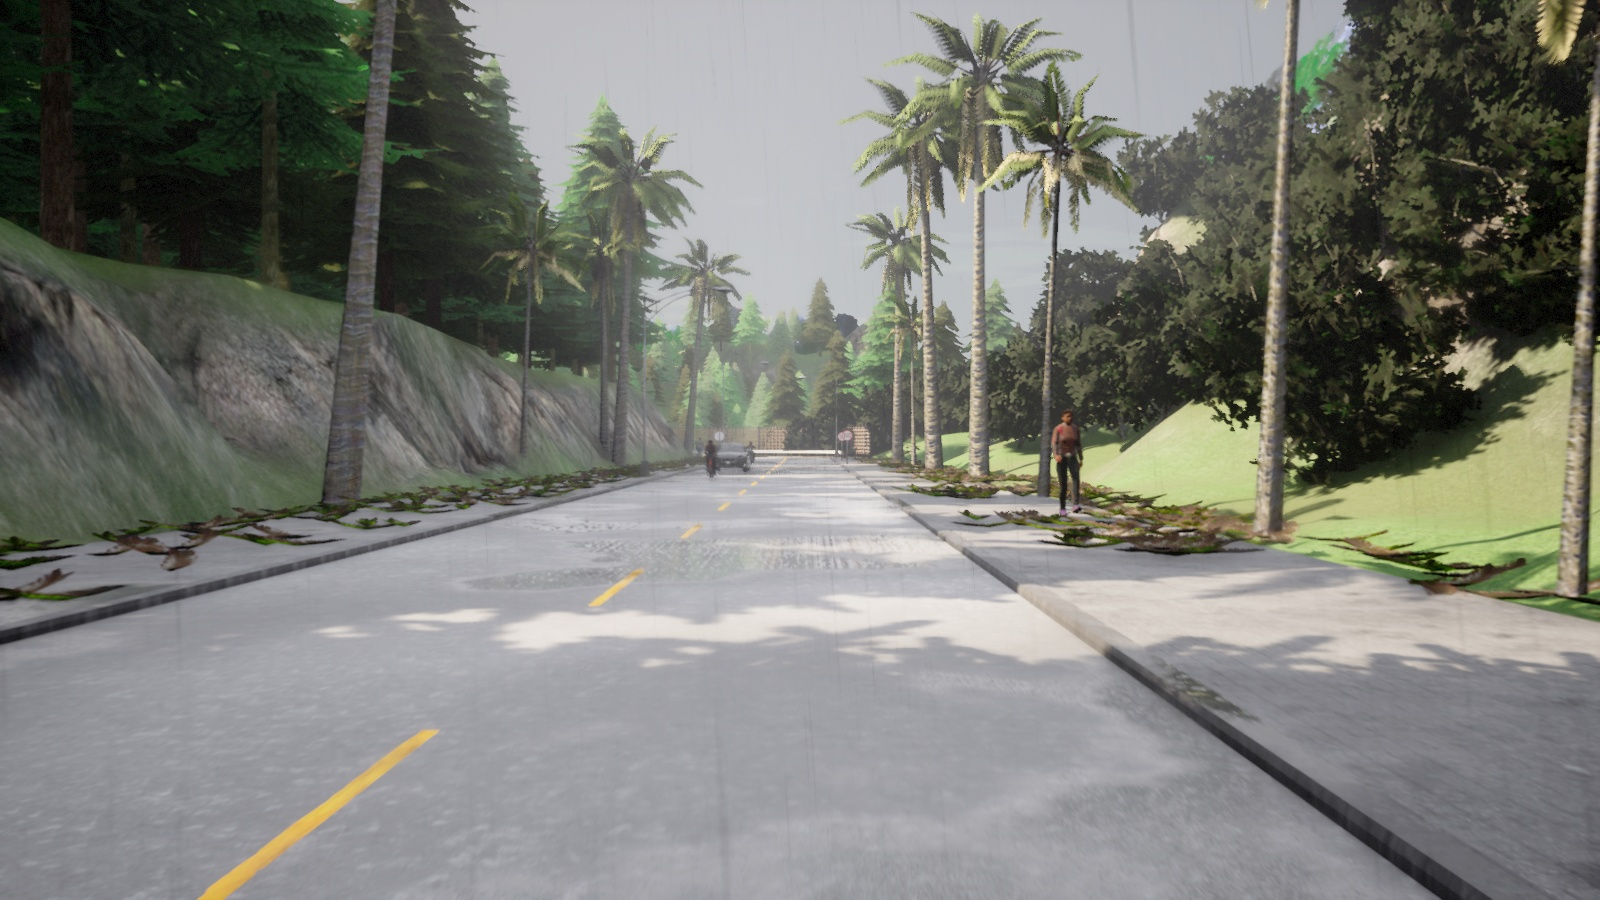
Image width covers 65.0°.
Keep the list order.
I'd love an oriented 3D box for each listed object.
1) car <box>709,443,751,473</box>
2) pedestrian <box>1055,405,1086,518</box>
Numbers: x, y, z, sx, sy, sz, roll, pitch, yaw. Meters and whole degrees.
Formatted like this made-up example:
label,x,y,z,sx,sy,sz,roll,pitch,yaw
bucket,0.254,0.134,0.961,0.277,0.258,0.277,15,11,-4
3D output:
label,x,y,z,sx,sy,sz,roll,pitch,yaw
car,-3.566,0.384,64.706,1.837,1.490,4.892,0,0,0
pedestrian,4.419,0.177,20.541,0.328,1.805,0.869,0,0,1
